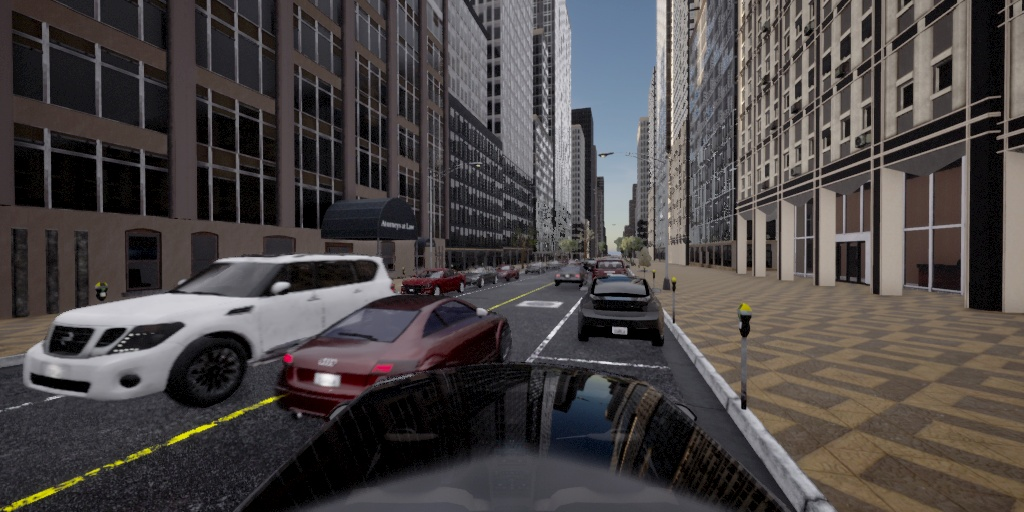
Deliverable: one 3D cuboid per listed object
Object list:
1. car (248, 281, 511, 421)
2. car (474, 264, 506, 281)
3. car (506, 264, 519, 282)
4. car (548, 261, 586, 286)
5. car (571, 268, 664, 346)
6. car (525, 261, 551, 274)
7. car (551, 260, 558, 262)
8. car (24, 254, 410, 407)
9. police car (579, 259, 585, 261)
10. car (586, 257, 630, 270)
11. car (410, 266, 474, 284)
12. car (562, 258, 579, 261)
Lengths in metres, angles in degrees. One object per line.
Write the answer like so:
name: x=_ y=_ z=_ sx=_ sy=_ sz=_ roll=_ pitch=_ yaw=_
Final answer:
car: x=-1.427 y=1.313 z=5.809 sx=1.994 sy=1.385 sz=4.181 roll=0 pitch=0 yaw=17
car: x=-2.205 y=1.296 z=23.554 sx=2.007 sy=1.370 sz=4.403 roll=0 pitch=0 yaw=17
car: x=-0.589 y=1.327 z=29.003 sx=1.802 sy=1.307 sz=4.207 roll=0 pitch=0 yaw=17
car: x=4.165 y=1.292 z=24.664 sx=2.033 sy=1.411 sz=5.357 roll=0 pitch=0 yaw=17
car: x=2.849 y=1.252 z=9.517 sx=1.837 sy=1.490 sz=4.892 roll=0 pitch=0 yaw=17
car: x=2.643 y=1.293 z=39.901 sx=2.007 sy=1.370 sz=4.403 roll=0 pitch=0 yaw=17
car: x=5.875 y=1.289 z=50.799 sx=2.007 sy=1.370 sz=4.403 roll=0 pitch=0 yaw=17
car: x=-4.480 y=0.971 z=6.772 sx=2.150 sy=2.045 sz=5.566 roll=0 pitch=0 yaw=17
police car: x=9.772 y=1.165 z=43.922 sx=1.930 sy=1.638 sz=5.238 roll=0 pitch=0 yaw=17
car: x=5.830 y=1.060 z=21.171 sx=2.192 sy=1.841 sz=5.009 roll=0 pitch=0 yaw=17
car: x=-3.821 y=1.292 z=18.105 sx=1.888 sy=1.381 sz=4.507 roll=0 pitch=0 yaw=17
car: x=7.931 y=1.262 z=48.267 sx=1.882 sy=1.535 sz=5.008 roll=0 pitch=0 yaw=17
